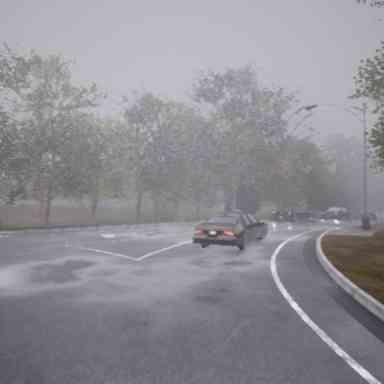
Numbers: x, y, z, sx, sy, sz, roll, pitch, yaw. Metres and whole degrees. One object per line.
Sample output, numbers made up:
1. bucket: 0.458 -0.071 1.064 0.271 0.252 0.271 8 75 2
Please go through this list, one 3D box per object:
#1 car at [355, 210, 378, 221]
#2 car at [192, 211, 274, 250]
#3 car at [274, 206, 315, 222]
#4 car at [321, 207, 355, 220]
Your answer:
1. car: 22.640 3.070 43.404 1.994 1.385 4.181 -1 -5 44
2. car: 1.854 1.550 14.535 2.033 1.411 5.357 -1 0 26
3. car: 9.017 1.898 29.407 1.895 1.301 4.718 -1 -3 45
4. car: 15.824 2.318 36.405 1.812 1.442 4.674 -1 -4 44
